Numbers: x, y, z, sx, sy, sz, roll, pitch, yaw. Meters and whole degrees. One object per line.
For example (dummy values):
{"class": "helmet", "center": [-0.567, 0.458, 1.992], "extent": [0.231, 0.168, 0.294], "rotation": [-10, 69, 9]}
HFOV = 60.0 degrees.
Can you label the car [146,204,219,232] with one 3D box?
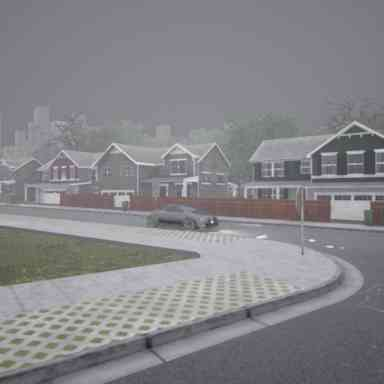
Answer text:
{"class": "car", "center": [-0.580, 1.385, 18.796], "extent": [4.181, 1.385, 1.994], "rotation": [1, 1, 34]}
